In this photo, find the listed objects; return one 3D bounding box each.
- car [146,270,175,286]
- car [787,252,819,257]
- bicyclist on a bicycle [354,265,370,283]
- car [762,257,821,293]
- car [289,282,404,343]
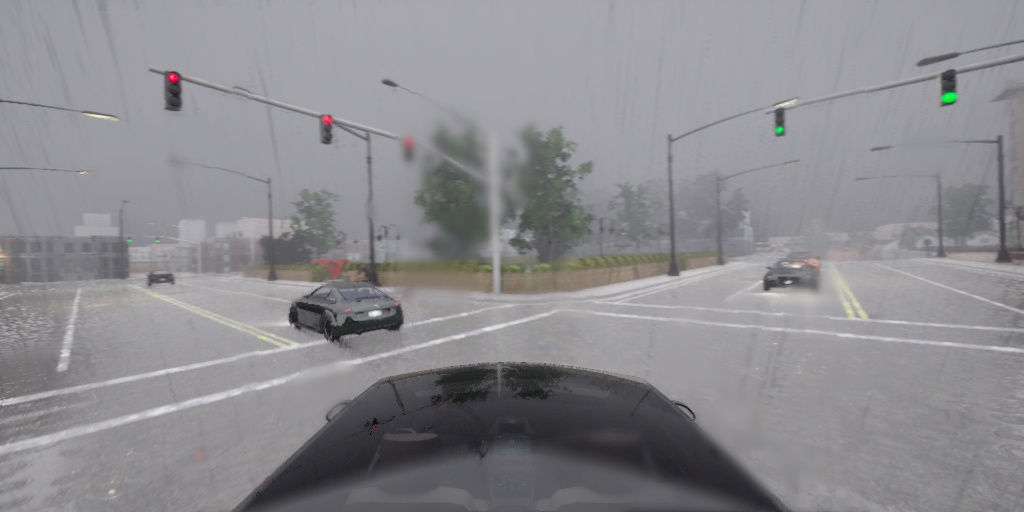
[{"bbox_3d":[-36.888,2.258,37.654,5.008,1.535,1.882,-1,0,43],"label":"car"},{"bbox_3d":[19.922,0.492,24.757,2.097,1.767,4.553,-2,0,41],"label":"car"},{"bbox_3d":[-10.154,1.322,24.508,0.582,1.620,1.656,-27,-7,37],"label":"bicyclist on a bicycle"},{"bbox_3d":[13.399,0.916,17.184,1.994,1.385,4.181,-2,0,41],"label":"car"},{"bbox_3d":[-4.954,1.477,10.541,4.181,1.385,1.994,-1,0,43],"label":"car"}]
